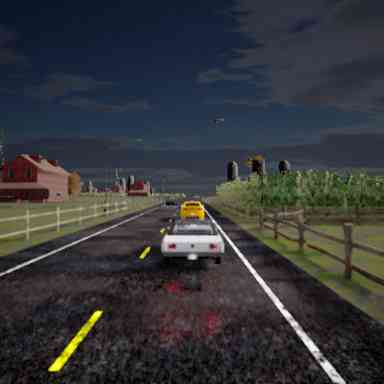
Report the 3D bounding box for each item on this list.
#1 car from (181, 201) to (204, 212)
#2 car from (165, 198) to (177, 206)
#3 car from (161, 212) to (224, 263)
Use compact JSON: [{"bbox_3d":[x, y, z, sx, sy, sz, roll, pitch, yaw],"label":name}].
[{"bbox_3d":[0.053,1.561,28.864,1.882,1.535,5.008,0,0,0],"label":"car"},{"bbox_3d":[-3.552,1.740,57.875,2.033,1.411,5.357,0,0,1],"label":"car"},{"bbox_3d":[0.038,1.632,12.023,1.895,1.301,4.718,0,0,0],"label":"car"}]
